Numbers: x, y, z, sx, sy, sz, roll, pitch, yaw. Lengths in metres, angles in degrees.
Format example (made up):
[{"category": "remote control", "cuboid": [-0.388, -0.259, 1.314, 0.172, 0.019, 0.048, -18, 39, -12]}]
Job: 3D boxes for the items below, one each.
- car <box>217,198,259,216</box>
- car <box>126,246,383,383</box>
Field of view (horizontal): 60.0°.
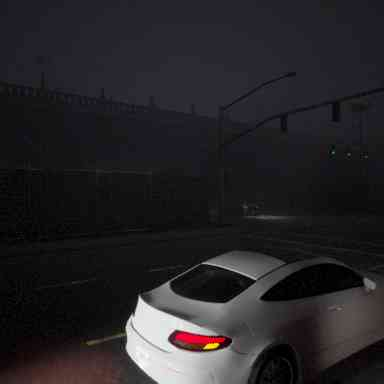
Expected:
[{"category": "car", "cuboid": [4.633, 1.407, 33.976, 2.097, 1.767, 4.553, 0, 0, -36]}, {"category": "car", "cuboid": [1.378, 1.526, 4.766, 4.674, 1.442, 1.812, 0, 0, -35]}]
